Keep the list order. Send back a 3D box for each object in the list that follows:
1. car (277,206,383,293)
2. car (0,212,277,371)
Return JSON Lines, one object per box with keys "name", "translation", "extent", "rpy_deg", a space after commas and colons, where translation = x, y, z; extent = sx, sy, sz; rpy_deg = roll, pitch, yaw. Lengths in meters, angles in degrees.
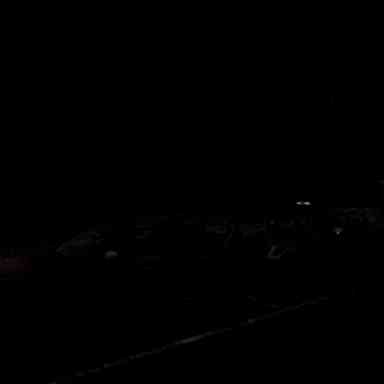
{"name": "car", "translation": [3.506, 1.346, 9.143], "extent": [5.009, 1.841, 2.192], "rpy_deg": [0, 0, -35]}
{"name": "car", "translation": [-1.083, 1.324, 5.870], "extent": [5.009, 1.841, 2.192], "rpy_deg": [0, 0, -35]}
